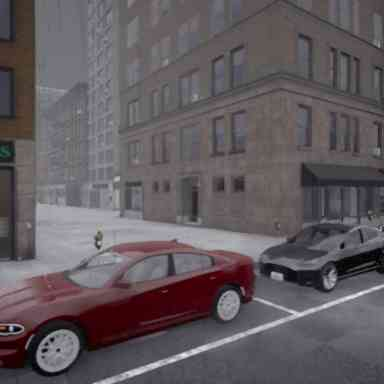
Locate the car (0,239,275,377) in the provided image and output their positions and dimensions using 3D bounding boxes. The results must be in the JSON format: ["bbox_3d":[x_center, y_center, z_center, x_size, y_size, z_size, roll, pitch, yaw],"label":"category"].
[{"bbox_3d":[-0.913,1.537,5.537,4.507,1.381,1.887,0,0,-36],"label":"car"}]

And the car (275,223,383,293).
[{"bbox_3d":[3.713,1.538,8.838,4.313,1.339,1.947,0,0,-36],"label":"car"}]
